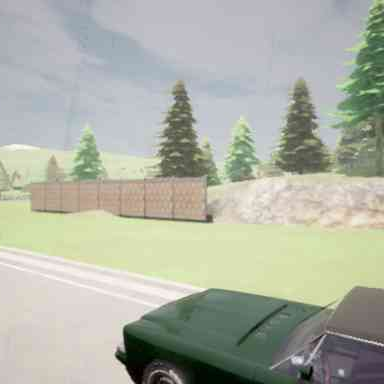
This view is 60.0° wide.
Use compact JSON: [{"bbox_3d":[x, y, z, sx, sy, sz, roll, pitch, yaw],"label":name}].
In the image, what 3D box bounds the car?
[{"bbox_3d":[1.514,1.606,2.974,4.718,1.301,1.895,0,0,35],"label":"car"}]
